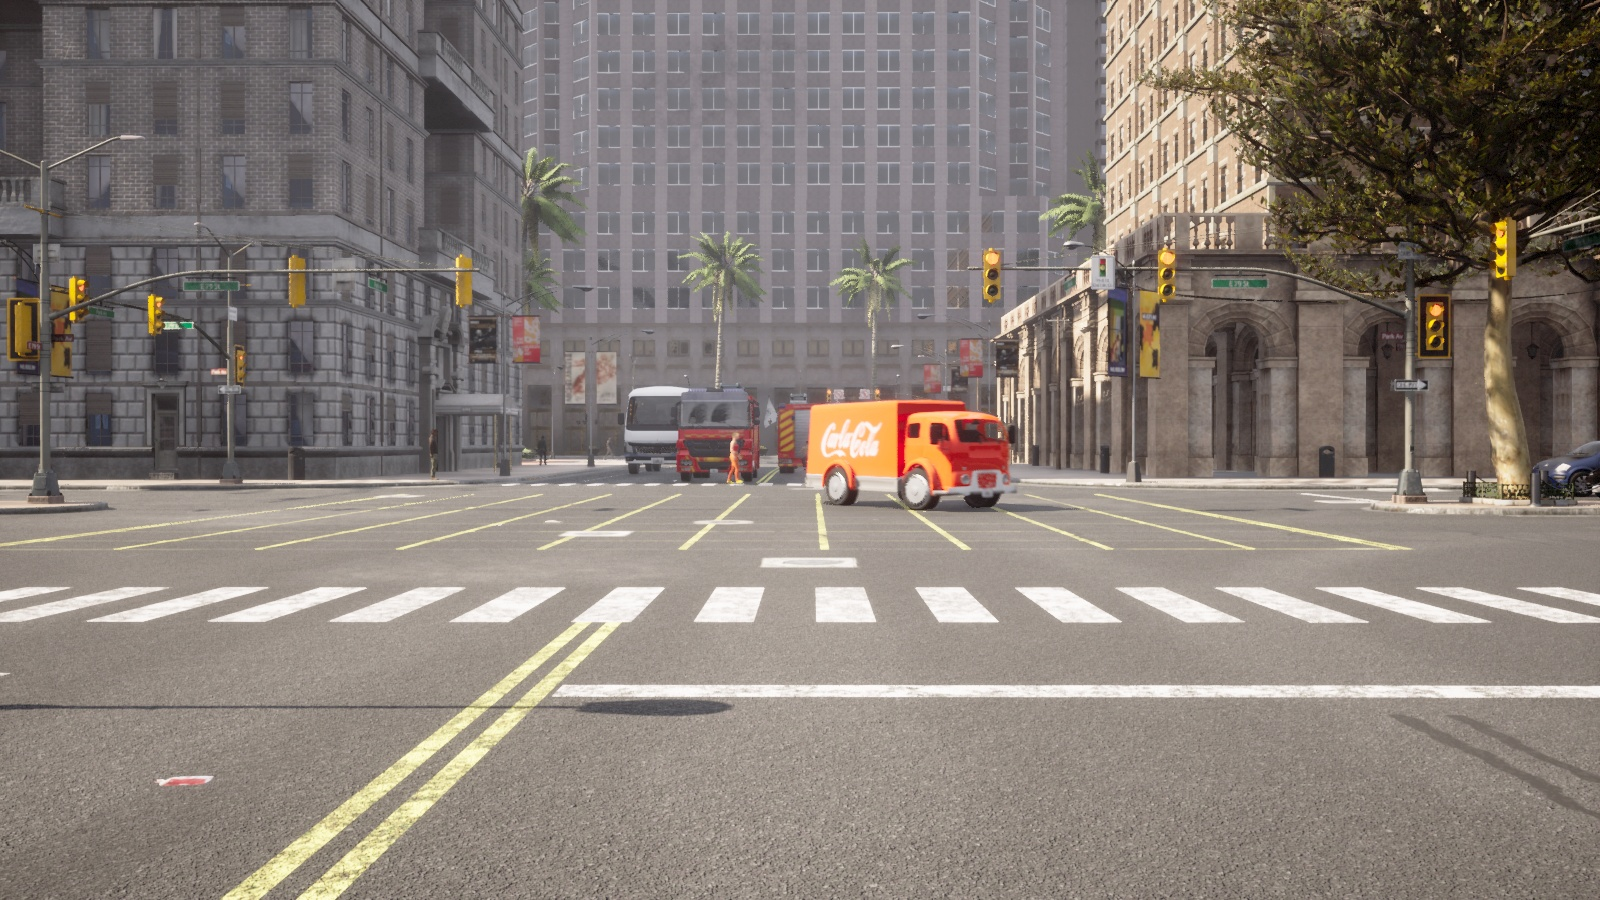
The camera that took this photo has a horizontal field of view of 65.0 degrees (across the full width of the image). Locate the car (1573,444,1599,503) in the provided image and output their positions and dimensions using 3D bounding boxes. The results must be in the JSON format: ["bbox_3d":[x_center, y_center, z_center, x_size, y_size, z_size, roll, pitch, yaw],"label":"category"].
[{"bbox_3d":[22.365,0.587,31.353,4.792,1.488,2.163,0,0,2],"label":"car"}]

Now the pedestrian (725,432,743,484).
[{"bbox_3d":[-2.327,0.281,44.570,0.594,1.836,0.345,0,0,7],"label":"pedestrian"}]

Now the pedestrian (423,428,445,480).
[{"bbox_3d":[-13.169,0.137,45.204,0.703,1.840,0.431,0,0,-5],"label":"pedestrian"}]

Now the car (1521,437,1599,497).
[{"bbox_3d":[22.559,0.466,34.883,3.988,1.617,1.851,0,0,1],"label":"car"}]

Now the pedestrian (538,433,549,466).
[{"bbox_3d":[-15.203,-0.029,74.392,0.423,1.949,0.788,0,0,9],"label":"pedestrian"}]

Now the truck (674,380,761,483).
[{"bbox_3d":[-3.188,-0.708,50.807,2.891,3.827,8.468,0,0,0],"label":"truck"}]

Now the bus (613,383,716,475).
[{"bbox_3d":[-6.609,-0.992,63.171,3.944,4.253,10.273,0,0,1],"label":"bus"}]

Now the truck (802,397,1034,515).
[{"bbox_3d":[2.616,0.096,29.216,2.627,2.467,5.204,-1,1,-35],"label":"truck"}]

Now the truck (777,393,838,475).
[{"bbox_3d":[0.391,-0.775,63.232,2.891,3.827,8.468,0,0,0],"label":"truck"}]
